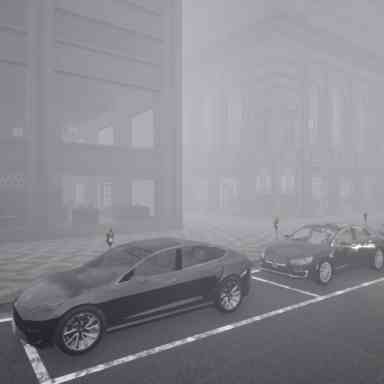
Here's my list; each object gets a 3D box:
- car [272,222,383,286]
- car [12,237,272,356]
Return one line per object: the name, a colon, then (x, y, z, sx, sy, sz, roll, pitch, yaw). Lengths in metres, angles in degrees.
car: (3.791, 1.551, 9.333, 4.403, 1.369, 2.008, 0, 0, -35)
car: (-0.805, 1.566, 6.071, 4.313, 1.339, 1.947, 0, 0, -35)
